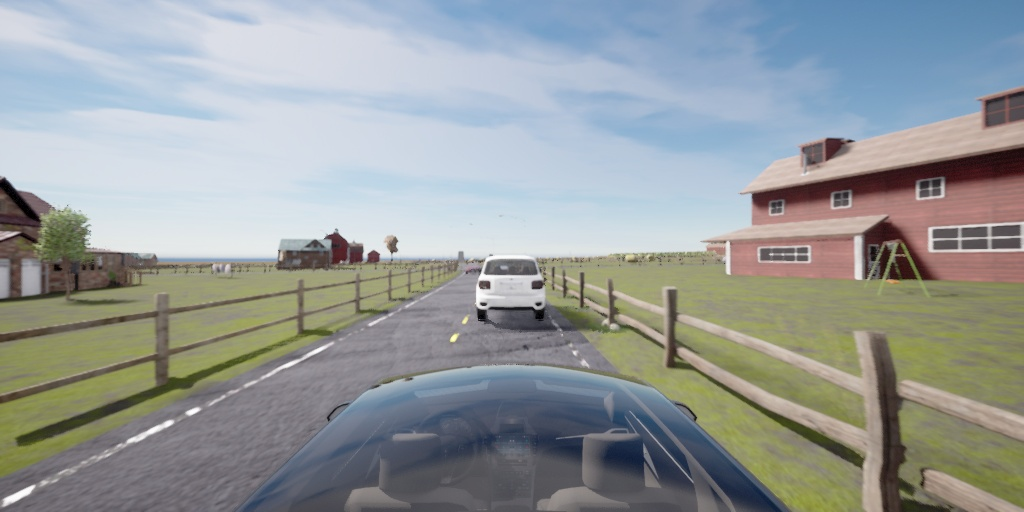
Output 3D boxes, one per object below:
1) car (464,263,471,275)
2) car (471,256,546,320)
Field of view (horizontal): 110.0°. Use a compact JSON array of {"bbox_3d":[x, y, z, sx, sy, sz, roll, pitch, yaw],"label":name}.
[{"bbox_3d":[-4.618,1.494,42.943,1.812,1.442,4.674,0,0,-5],"label":"car"},{"bbox_3d":[-0.071,1.023,13.017,2.150,2.045,5.566,0,0,-1],"label":"car"}]
